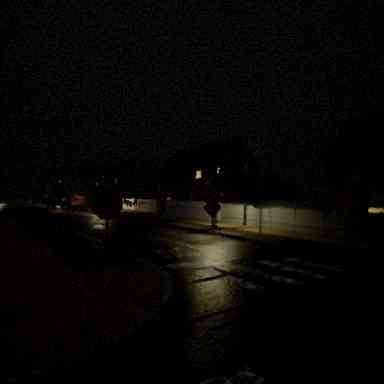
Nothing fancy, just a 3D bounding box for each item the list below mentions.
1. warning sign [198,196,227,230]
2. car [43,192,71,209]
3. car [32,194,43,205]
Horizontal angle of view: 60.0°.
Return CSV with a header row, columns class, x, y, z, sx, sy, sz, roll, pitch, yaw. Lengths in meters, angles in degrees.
class,x,y,z,sx,sy,sz,roll,pitch,yaw
warning sign,1.164,1.165,19.153,1.300,1.860,1.060,0,-1,-33
car,-16.924,1.047,42.240,2.150,2.045,5.566,1,-1,-33
car,-24.313,1.140,53.445,2.097,1.767,4.553,1,-1,-33
